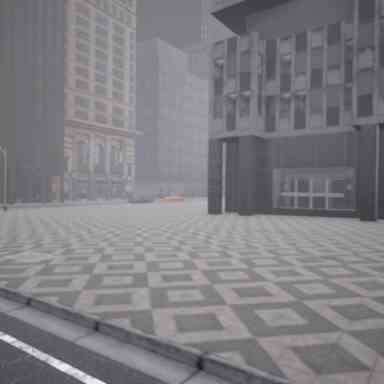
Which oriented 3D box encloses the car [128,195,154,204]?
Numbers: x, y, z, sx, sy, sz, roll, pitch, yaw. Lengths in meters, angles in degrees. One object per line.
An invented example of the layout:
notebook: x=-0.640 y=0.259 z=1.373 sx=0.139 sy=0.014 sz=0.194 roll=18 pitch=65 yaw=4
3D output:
car: x=-9.334 y=1.469 z=61.160 sx=2.033 sy=1.411 sz=5.357 roll=1 pitch=1 yaw=36

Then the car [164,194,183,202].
car: x=-3.812 y=1.238 z=69.073 sx=2.097 sy=1.767 sz=4.553 roll=1 pitch=1 yaw=35

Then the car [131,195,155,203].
car: x=-9.611 y=1.366 z=66.065 sx=1.837 sy=1.490 sz=4.892 roll=1 pitch=1 yaw=35
